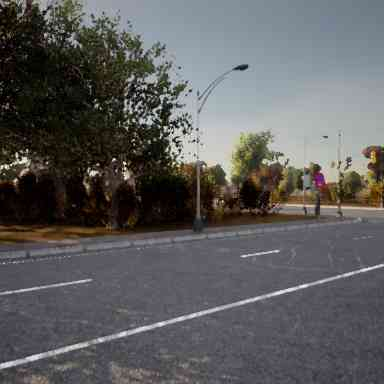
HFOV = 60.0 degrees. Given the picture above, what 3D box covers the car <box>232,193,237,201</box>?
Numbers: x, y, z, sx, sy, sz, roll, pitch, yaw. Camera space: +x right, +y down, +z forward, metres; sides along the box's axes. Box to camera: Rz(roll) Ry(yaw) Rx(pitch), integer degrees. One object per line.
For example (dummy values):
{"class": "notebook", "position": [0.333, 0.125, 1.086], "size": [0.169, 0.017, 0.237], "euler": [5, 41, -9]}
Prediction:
{"class": "car", "position": [6.696, 1.128, 45.336], "size": [2.150, 2.045, 5.566], "euler": [0, 1, -32]}
